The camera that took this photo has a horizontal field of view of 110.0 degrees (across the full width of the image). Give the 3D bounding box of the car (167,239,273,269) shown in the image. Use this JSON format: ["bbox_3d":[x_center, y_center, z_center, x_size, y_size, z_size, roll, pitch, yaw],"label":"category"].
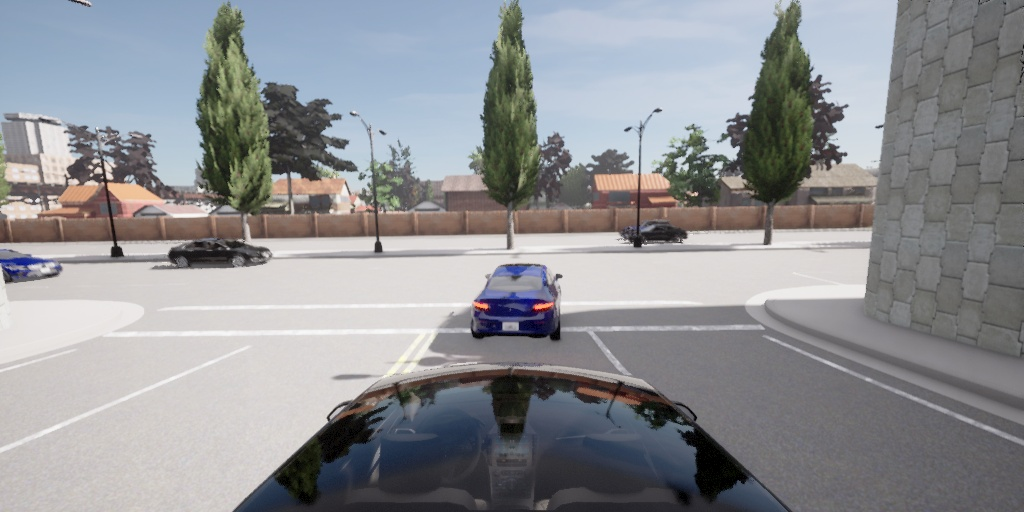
[{"bbox_3d":[-15.811,-0.191,19.536,4.892,1.490,1.837,-1,7,-1],"label":"car"}]

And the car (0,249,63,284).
[{"bbox_3d":[-23.212,0.420,15.984,4.674,1.442,1.812,-1,7,-1],"label":"car"}]

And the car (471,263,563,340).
[{"bbox_3d":[0.242,0.888,8.707,1.812,1.442,4.674,0,5,7],"label":"car"}]

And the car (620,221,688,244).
[{"bbox_3d":[11.259,-1.733,27.980,4.674,1.442,1.812,-1,7,-1],"label":"car"}]

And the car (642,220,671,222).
[{"bbox_3d":[11.904,-2.372,31.435,4.553,1.767,2.097,-1,7,-1],"label":"car"}]
